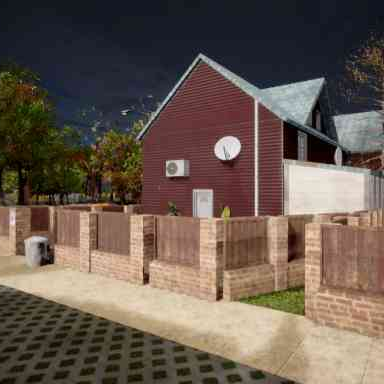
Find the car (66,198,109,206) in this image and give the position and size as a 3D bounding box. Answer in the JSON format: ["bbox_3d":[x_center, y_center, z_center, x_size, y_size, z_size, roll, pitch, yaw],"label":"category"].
[{"bbox_3d":[-10.058,1.431,31.716,2.097,1.767,4.553,0,0,35],"label":"car"}]
